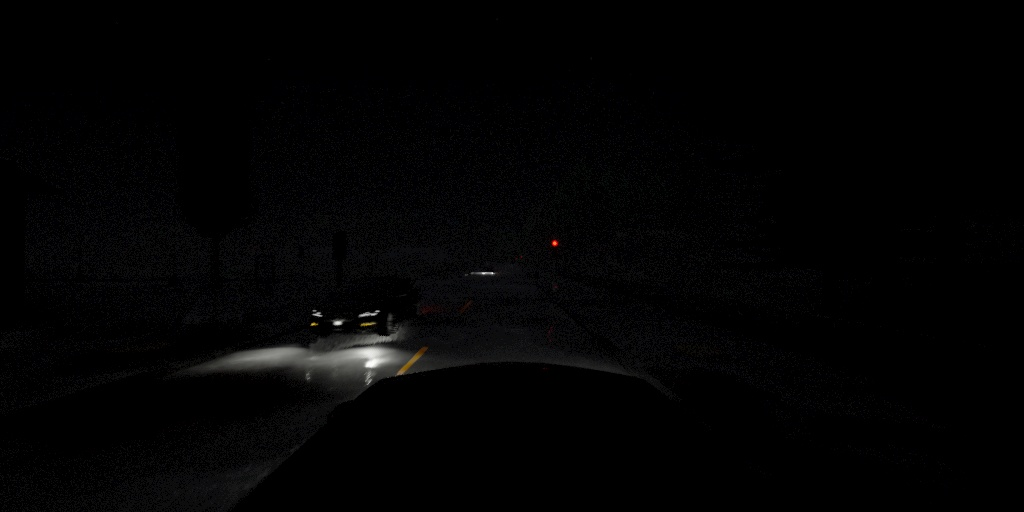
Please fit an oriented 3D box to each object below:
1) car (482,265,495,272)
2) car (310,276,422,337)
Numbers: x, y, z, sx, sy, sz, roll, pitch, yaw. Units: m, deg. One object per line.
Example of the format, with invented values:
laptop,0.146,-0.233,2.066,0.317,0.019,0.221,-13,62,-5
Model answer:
car,-4.032,2.128,61.672,1.895,1.301,4.718,0,-1,0
car,-4.075,1.375,10.848,1.837,1.490,4.892,0,-1,0
